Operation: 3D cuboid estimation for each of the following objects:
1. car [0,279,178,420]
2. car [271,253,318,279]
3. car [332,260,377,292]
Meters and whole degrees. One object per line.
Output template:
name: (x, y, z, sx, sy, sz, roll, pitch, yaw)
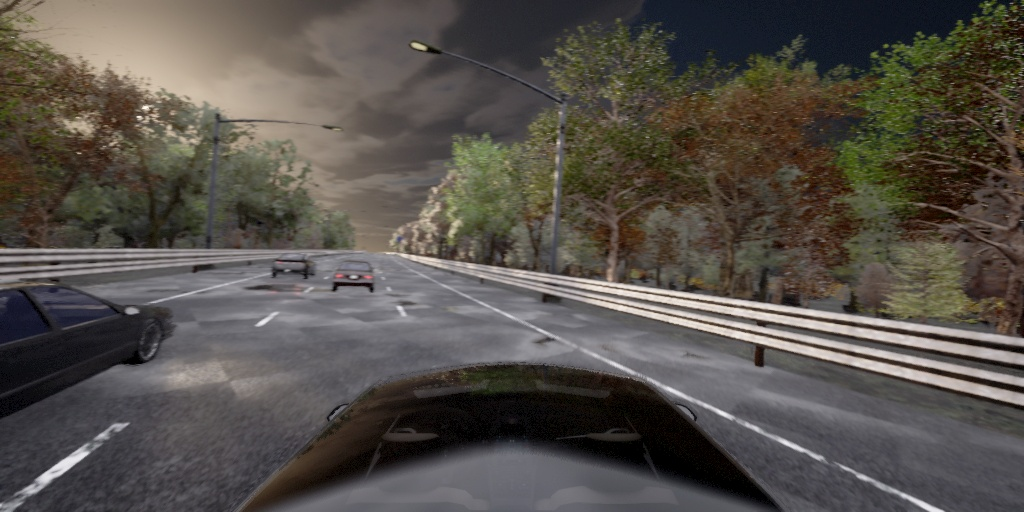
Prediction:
car: (-5.782, 0.942, 3.705, 2.033, 1.411, 5.357, 4, -1, -22)
car: (-13.210, 0.560, 21.966, 2.128, 1.511, 4.902, 4, 0, -22)
car: (-7.859, 0.926, 18.029, 2.033, 1.411, 5.357, 4, 0, -22)
